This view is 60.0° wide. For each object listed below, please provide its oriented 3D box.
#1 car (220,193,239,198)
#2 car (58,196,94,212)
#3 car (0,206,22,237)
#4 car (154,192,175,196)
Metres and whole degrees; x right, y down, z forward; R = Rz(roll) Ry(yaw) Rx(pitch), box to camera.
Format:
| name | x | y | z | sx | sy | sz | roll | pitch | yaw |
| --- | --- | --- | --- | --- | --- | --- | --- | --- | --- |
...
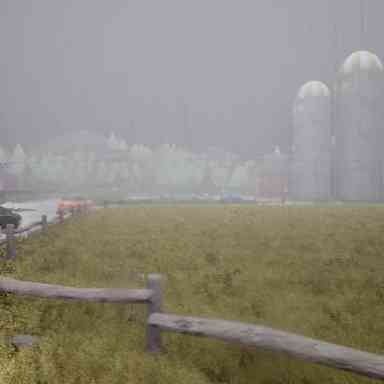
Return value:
| name | x | y | z | sx | sy | sz | roll | pitch | yaw |
| --- | --- | --- | --- | --- | --- | --- | --- | --- | --- |
| car | 8.582 | 1.164 | 74.806 | 4.611 | 1.667 | 2.242 | 0 | 0 | -9 |
| car | -12.014 | 1.219 | 34.752 | 2.097 | 1.767 | 4.553 | 0 | 0 | 7 |
| car | -10.106 | 1.418 | 16.654 | 1.882 | 1.535 | 5.008 | 0 | 0 | -11 |
| car | -6.779 | 0.960 | 86.475 | 4.605 | 1.855 | 1.932 | 0 | 0 | -9 |
